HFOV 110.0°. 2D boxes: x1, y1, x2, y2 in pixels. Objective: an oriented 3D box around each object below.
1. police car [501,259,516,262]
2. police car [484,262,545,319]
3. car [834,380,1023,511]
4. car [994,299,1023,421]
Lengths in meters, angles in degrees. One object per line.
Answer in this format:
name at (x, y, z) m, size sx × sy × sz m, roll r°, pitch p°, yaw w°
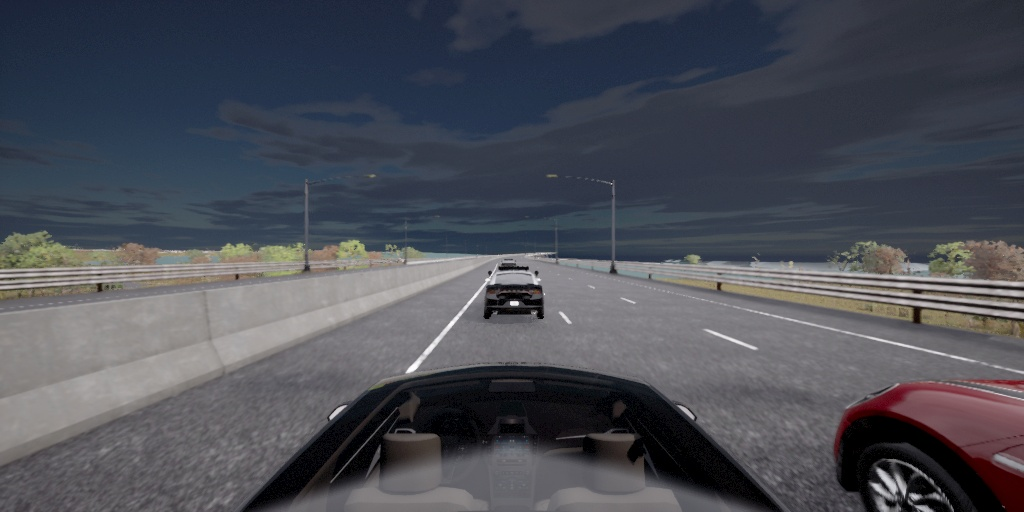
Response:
police car at (-0.409, 1.141, 43.943) m, size 1.930 × 1.638 × 5.238 m, roll 0°, pitch 0°, yaw -1°
police car at (0.056, 1.173, 13.014) m, size 1.930 × 1.638 × 5.238 m, roll 0°, pitch 0°, yaw 0°
car at (3.590, 1.101, 0.918) m, size 2.097 × 1.767 × 4.553 m, roll 0°, pitch 0°, yaw 0°
car at (7.094, 1.274, 2.268) m, size 1.812 × 1.442 × 4.674 m, roll 0°, pitch 0°, yaw 0°
